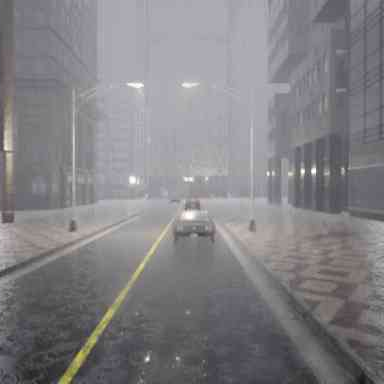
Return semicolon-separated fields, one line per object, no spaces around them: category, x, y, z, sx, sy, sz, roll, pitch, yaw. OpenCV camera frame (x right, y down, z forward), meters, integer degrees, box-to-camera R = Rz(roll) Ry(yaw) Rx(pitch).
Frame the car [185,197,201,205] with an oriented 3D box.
car;0.092;1.403;41.003;1.812;1.442;4.674;0;0;0

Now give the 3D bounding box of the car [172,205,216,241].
car;0.095;1.552;16.234;1.895;1.301;4.718;0;0;0

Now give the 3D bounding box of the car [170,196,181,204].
car;-3.013;1.447;61.120;1.895;1.301;4.718;0;0;0
